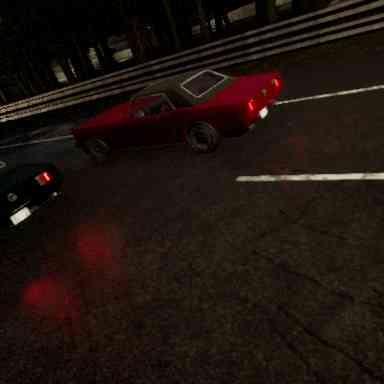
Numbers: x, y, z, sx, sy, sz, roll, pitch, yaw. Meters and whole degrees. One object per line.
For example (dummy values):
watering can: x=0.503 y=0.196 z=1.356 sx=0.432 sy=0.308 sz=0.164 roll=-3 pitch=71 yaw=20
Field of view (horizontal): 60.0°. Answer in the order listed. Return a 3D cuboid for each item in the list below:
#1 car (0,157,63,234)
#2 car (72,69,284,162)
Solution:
car: x=-4.588 y=0.128 z=6.364 sx=4.718 sy=1.301 sz=1.895 roll=0 pitch=31 yaw=35
car: x=-0.582 y=-1.701 z=7.197 sx=4.718 sy=1.301 sz=1.895 roll=0 pitch=32 yaw=35
